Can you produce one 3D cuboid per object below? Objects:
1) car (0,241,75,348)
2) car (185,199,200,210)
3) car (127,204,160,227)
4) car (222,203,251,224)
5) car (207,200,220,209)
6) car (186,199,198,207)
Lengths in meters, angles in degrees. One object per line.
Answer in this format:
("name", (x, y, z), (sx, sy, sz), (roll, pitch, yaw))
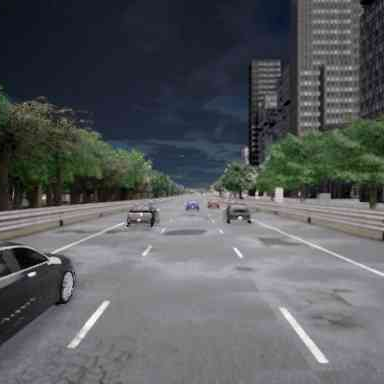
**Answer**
("car", (-3.401, 1.514, 5.211), (1.837, 1.490, 4.892), (0, 0, 0))
("car", (0.095, 1.898, 48.145), (1.812, 1.442, 4.674), (0, -1, 0))
("car", (-3.404, 1.626, 23.763), (2.128, 1.511, 4.902), (0, 0, 0))
("car", (3.541, 1.666, 26.668), (1.837, 1.490, 4.892), (0, 0, 0))
("car", (3.500, 1.971, 54.278), (1.812, 1.442, 4.674), (0, -1, 0))
("car", (-0.004, 2.056, 64.020), (2.128, 1.511, 4.902), (0, -1, 0))
